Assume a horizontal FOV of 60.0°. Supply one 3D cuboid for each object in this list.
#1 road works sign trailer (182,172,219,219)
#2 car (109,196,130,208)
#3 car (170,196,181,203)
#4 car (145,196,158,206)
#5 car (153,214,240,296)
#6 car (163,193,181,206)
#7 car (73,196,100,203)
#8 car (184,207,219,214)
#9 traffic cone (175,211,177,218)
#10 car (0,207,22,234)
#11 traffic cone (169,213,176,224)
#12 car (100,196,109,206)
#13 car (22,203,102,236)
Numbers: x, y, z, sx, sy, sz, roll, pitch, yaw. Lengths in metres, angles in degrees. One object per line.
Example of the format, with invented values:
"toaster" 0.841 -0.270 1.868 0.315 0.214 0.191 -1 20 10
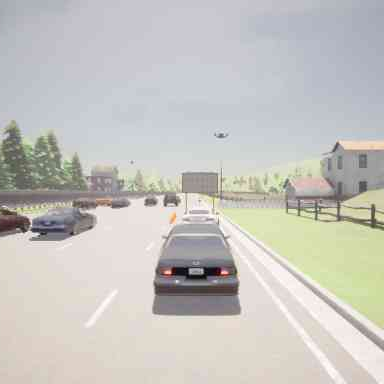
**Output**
"road works sign trailer" 0.512 0.464 22.054 2.380 3.560 2.880 0 0 -4
"car" -10.343 1.564 48.811 1.994 1.385 4.181 0 0 0
"car" -3.319 1.564 68.547 1.994 1.385 4.181 0 0 0
"car" -6.833 1.478 56.426 1.882 1.535 5.008 0 -1 0
"car" 0.108 1.547 8.795 2.033 1.411 5.357 0 0 1
"car" -3.337 1.221 53.331 2.150 2.045 5.566 0 0 0
"car" -13.849 1.478 43.106 1.882 1.535 5.008 0 0 0
"car" 0.504 1.539 18.440 1.812 1.442 4.674 0 -1 6
"traffic cone" -1.458 1.955 25.151 0.340 0.580 0.340 0 0 0
"car" -10.379 1.526 17.496 1.812 1.442 4.674 0 0 0
"traffic cone" -1.460 1.955 23.151 0.340 0.580 0.340 0 0 0
"car" -13.839 1.352 53.104 2.097 1.767 4.553 0 0 0
"car" -6.879 1.547 18.406 2.033 1.411 5.357 0 0 0
